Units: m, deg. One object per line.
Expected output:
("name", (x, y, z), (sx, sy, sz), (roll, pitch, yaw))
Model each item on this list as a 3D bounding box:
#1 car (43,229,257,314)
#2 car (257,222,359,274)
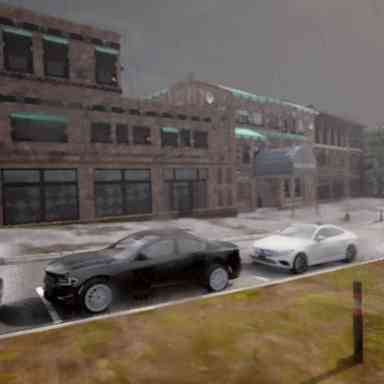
("car", (-1.013, 1.751, 8.403), (5.008, 1.535, 2.097), (1, 0, -32))
("car", (4.148, 1.831, 11.898), (4.674, 1.452, 2.002), (0, 0, -35))
